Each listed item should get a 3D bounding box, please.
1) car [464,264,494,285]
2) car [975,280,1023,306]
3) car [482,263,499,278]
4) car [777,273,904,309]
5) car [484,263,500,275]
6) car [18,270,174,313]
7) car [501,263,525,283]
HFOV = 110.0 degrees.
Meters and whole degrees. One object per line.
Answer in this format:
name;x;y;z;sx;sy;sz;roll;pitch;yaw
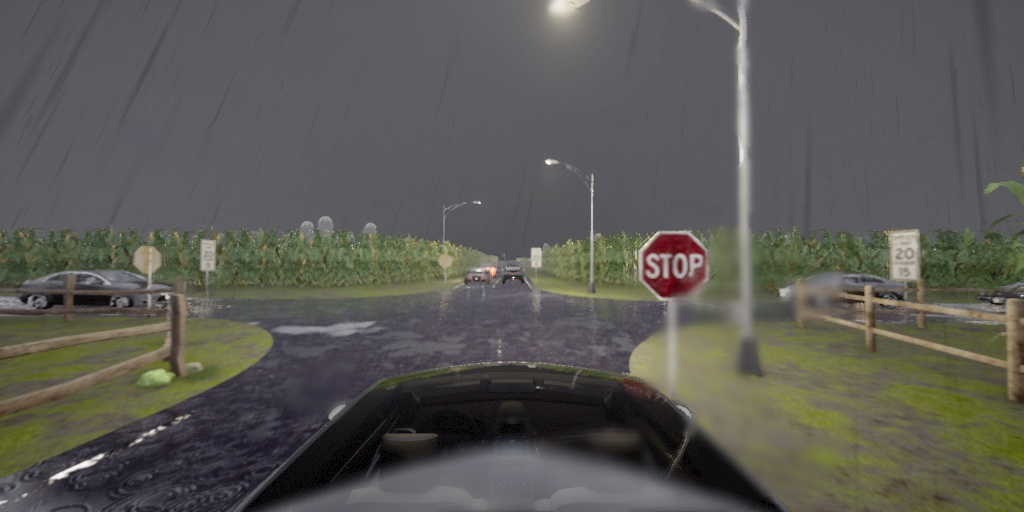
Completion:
car;-2.844;1.661;30.512;1.994;1.385;4.181;0;-1;0
car;24.657;1.663;16.212;5.357;1.411;2.033;0;-1;1
car;-2.829;1.575;41.291;2.097;1.767;4.553;0;-1;0
car;14.847;1.541;16.308;4.902;1.511;2.128;0;-1;1
car;-2.815;1.834;51.683;2.128;1.511;4.902;0;-1;0
car;-15.538;1.291;13.712;4.902;1.511;2.128;0;-1;-1
car;0.107;1.629;32.843;1.837;1.490;4.892;0;-1;0
